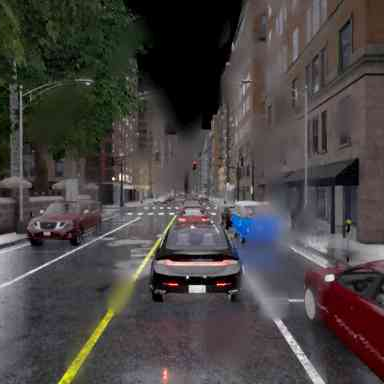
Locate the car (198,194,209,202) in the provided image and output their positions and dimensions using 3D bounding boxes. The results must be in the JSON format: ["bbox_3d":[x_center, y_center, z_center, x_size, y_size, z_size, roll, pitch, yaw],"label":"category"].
[{"bbox_3d":[2.803,1.387,75.624,1.967,1.590,4.097,0,0,0],"label":"car"}]

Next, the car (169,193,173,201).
[{"bbox_3d":[-5.717,1.493,70.131,1.887,1.381,4.507,0,0,0],"label":"car"}]

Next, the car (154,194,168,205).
[{"bbox_3d":[-5.710,1.480,59.059,1.752,1.417,4.829,0,0,0],"label":"car"}]

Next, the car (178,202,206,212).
[{"bbox_3d":[0.091,1.519,18.536,1.812,1.442,4.674,0,0,0],"label":"car"}]

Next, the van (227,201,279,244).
[{"bbox_3d":[2.845,1.336,15.586,1.690,1.788,3.998,0,0,0],"label":"van"}]

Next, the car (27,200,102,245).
[{"bbox_3d":[-5.680,1.310,15.541,2.192,1.841,5.009,0,0,0],"label":"car"}]

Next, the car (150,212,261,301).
[{"bbox_3d":[0.094,1.490,8.274,2.128,1.511,4.902,0,0,0],"label":"car"}]

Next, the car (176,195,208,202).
[{"bbox_3d":[0.029,1.338,27.493,2.097,1.767,4.553,0,0,2],"label":"car"}]

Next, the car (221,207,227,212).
[{"bbox_3d":[2.841,1.557,21.247,1.947,1.339,4.313,0,0,0],"label":"car"}]

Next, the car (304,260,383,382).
[{"bbox_3d":[2.853,1.544,4.266,1.887,1.381,4.507,0,0,0],"label":"car"}]

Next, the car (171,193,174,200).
[{"bbox_3d":[-5.721,1.491,75.582,1.887,1.381,4.507,0,0,0],"label":"car"}]

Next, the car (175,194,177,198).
[{"bbox_3d":[-5.728,1.496,86.483,2.008,1.369,4.403,0,0,0],"label":"car"}]

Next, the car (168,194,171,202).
[{"bbox_3d":[-5.713,1.502,64.680,2.008,1.369,4.403,0,0,0],"label":"car"}]
